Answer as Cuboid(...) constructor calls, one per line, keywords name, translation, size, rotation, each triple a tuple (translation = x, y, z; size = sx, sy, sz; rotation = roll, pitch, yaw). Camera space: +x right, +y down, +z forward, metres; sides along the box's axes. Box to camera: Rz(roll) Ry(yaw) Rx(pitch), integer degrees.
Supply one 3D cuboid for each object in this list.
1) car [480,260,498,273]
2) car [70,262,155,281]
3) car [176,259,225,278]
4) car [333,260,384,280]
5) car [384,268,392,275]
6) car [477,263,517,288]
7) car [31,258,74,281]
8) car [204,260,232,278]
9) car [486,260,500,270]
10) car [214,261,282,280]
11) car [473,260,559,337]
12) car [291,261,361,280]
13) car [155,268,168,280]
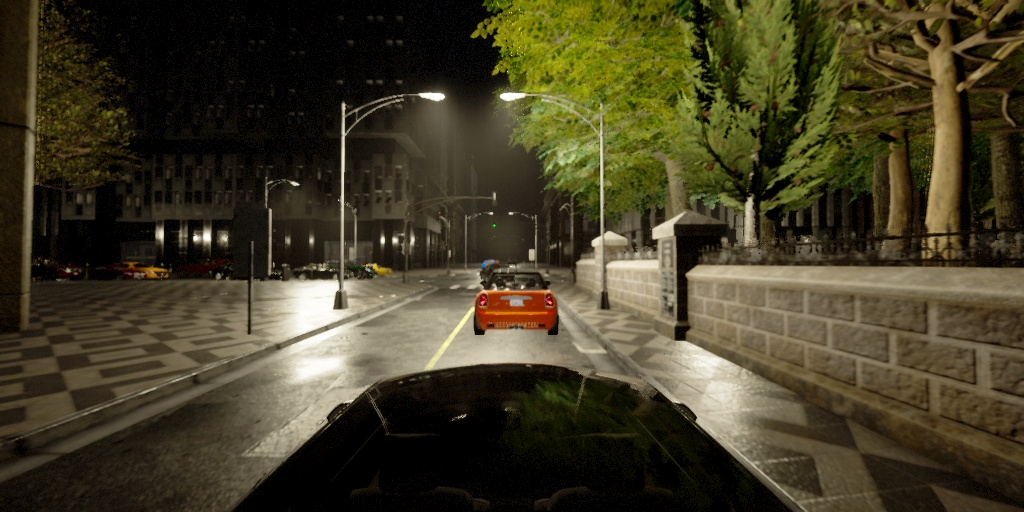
Cuboid(name="car", translation=(-3.038, 1.350, 48.168), size=(1.882, 1.535, 5.008), rotation=(0, 0, 2))
Cuboid(name="car", translation=(-31.147, 1.339, 28.040), size=(4.207, 1.307, 1.802), rotation=(0, 0, 0))
Cuboid(name="car", translation=(-31.098, 1.262, 36.563), size=(5.009, 1.841, 2.192), rotation=(0, 0, 0))
Cuboid(name="car", translation=(-13.849, 1.146, 30.605), size=(4.553, 1.767, 2.097), rotation=(0, -1, 0))
Cuboid(name="car", translation=(-14.731, 1.451, 36.454), size=(4.829, 1.417, 1.751), rotation=(0, 0, 0))
Cuboid(name="car", translation=(-1.187, 1.296, 25.552), size=(1.837, 1.490, 4.892), rotation=(0, 0, -14))
Cuboid(name="car", translation=(-36.660, 1.079, 28.077), size=(5.009, 1.841, 2.192), rotation=(0, 0, 0))
Cuboid(name="car", translation=(-22.932, 1.311, 30.665), size=(4.892, 1.490, 1.837), rotation=(0, -1, 0))
Cuboid(name="car", translation=(-3.014, 1.386, 57.616), size=(1.882, 1.535, 5.008), rotation=(0, 0, 0))
Cuboid(name="car", translation=(-20.122, 1.308, 27.967), size=(4.313, 1.339, 1.948), rotation=(0, 0, 0))
Cuboid(name="car", translation=(0.107, 1.118, 10.544), size=(2.097, 1.767, 4.553), rotation=(0, 0, 0))
Cuboid(name="car", translation=(-14.609, 1.286, 27.930), size=(4.403, 1.370, 2.007), rotation=(0, 0, 0))
Cuboid(name="car", translation=(-32.438, 1.296, 30.736), size=(5.008, 1.535, 1.882), rotation=(0, -1, 0))
